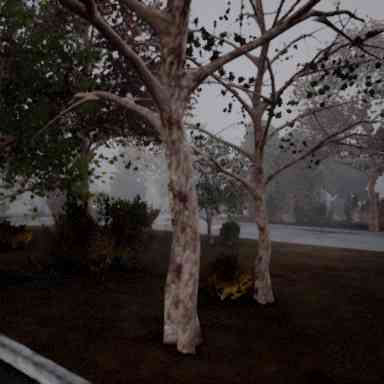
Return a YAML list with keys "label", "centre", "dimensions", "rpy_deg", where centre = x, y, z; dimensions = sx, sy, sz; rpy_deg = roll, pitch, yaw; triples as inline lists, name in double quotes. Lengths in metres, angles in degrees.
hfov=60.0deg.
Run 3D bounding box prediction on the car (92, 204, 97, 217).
- label: "car"
  centre: [-9.066, 1.830, 31.804]
  dimensions: [1.812, 1.442, 4.674]
  rpy_deg: [0, -2, 36]
